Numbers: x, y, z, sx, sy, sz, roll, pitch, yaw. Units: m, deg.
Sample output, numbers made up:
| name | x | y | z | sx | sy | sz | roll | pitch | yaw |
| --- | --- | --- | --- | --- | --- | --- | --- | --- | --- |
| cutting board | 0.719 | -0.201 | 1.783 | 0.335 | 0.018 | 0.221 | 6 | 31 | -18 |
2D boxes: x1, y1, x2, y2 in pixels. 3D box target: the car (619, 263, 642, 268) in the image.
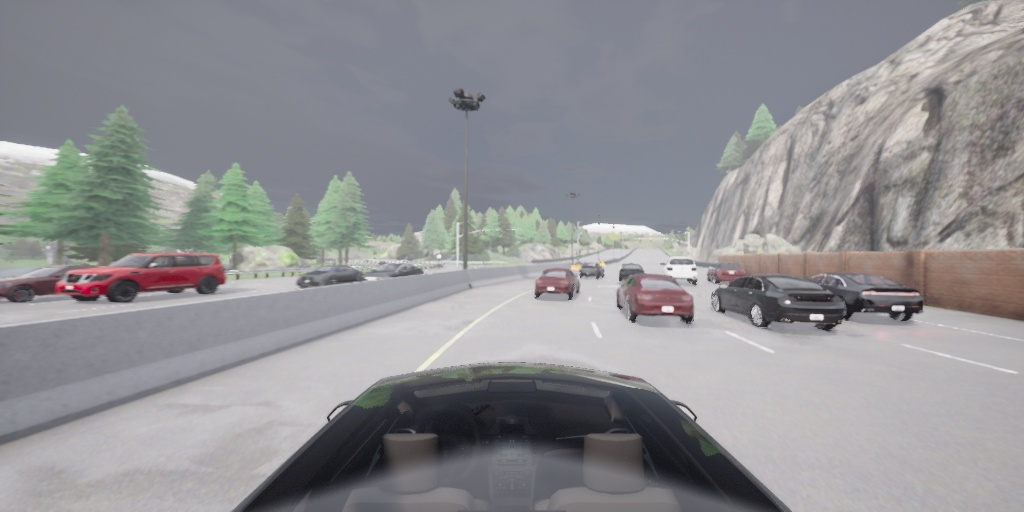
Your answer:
| name | x | y | z | sx | sy | sz | roll | pitch | yaw |
| --- | --- | --- | --- | --- | --- | --- | --- | --- | --- |
| car | 9.752 | 1.341 | 29.184 | 1.882 | 1.535 | 5.008 | 0 | 0 | 20 |

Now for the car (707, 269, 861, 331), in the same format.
| name | x | y | z | sx | sy | sz | roll | pitch | yaw |
| --- | --- | --- | --- | --- | --- | --- | --- | --- | --- |
| car | 8.129 | 1.333 | 11.509 | 1.837 | 1.490 | 4.892 | 0 | -1 | 9 |

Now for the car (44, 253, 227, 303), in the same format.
| name | x | y | z | sx | sy | sz | roll | pitch | yaw |
| --- | --- | --- | --- | --- | --- | --- | --- | --- | --- |
| car | -16.048 | 0.857 | 16.137 | 2.150 | 2.045 | 5.566 | 0 | -1 | 11 |

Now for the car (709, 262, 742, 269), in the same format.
| name | x | y | z | sx | sy | sz | roll | pitch | yaw |
| --- | --- | --- | --- | --- | --- | --- | --- | --- | --- |
| car | 16.962 | 1.276 | 28.526 | 2.097 | 1.767 | 4.553 | 0 | 0 | 20 |

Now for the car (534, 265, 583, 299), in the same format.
| name | x | y | z | sx | sy | sz | roll | pitch | yaw |
| --- | --- | --- | --- | --- | --- | --- | --- | --- | --- |
| car | 2.372 | 1.315 | 18.360 | 1.812 | 1.442 | 4.674 | 0 | 0 | 16 |

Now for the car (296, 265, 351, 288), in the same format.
| name | x | y | z | sx | sy | sz | roll | pitch | yaw |
| --- | --- | --- | --- | --- | --- | --- | --- | --- | --- |
| car | -11.089 | 1.245 | 22.224 | 1.994 | 1.385 | 4.181 | 0 | 0 | 15 |

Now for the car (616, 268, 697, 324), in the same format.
| name | x | y | z | sx | sy | sz | roll | pitch | yaw |
| --- | --- | --- | --- | --- | --- | --- | --- | --- | --- |
| car | 4.730 | 1.328 | 12.307 | 1.812 | 1.442 | 4.674 | 0 | 0 | 9 |

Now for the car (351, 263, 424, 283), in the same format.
| name | x | y | z | sx | sy | sz | roll | pitch | yaw |
| --- | --- | --- | --- | --- | --- | --- | --- | --- | --- |
| car | -7.392 | 1.205 | 22.598 | 2.128 | 1.511 | 4.902 | 0 | 0 | 16 |

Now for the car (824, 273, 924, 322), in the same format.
| name | x | y | z | sx | sy | sz | roll | pitch | yaw |
| --- | --- | --- | --- | --- | --- | --- | --- | --- | --- |
| car | 11.987 | 1.355 | 13.047 | 2.128 | 1.511 | 4.902 | 0 | 0 | 12 |

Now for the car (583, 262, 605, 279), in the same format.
| name | x | y | z | sx | sy | sz | roll | pitch | yaw |
| --- | --- | --- | --- | --- | --- | --- | --- | --- | --- |
| car | 7.519 | 1.341 | 33.605 | 2.128 | 1.511 | 4.902 | 0 | 0 | 21 |

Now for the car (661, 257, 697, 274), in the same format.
| name | x | y | z | sx | sy | sz | roll | pitch | yaw |
| --- | --- | --- | --- | --- | --- | --- | --- | --- | --- |
| car | 13.092 | 1.112 | 28.191 | 2.150 | 2.045 | 5.566 | 0 | 0 | 20 |

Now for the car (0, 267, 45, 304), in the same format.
| name | x | y | z | sx | sy | sz | roll | pitch | yaw |
| --- | --- | --- | --- | --- | --- | --- | --- | --- | --- |
| car | -19.631 | 1.127 | 15.646 | 1.812 | 1.442 | 4.674 | 0 | 0 | 10 |
